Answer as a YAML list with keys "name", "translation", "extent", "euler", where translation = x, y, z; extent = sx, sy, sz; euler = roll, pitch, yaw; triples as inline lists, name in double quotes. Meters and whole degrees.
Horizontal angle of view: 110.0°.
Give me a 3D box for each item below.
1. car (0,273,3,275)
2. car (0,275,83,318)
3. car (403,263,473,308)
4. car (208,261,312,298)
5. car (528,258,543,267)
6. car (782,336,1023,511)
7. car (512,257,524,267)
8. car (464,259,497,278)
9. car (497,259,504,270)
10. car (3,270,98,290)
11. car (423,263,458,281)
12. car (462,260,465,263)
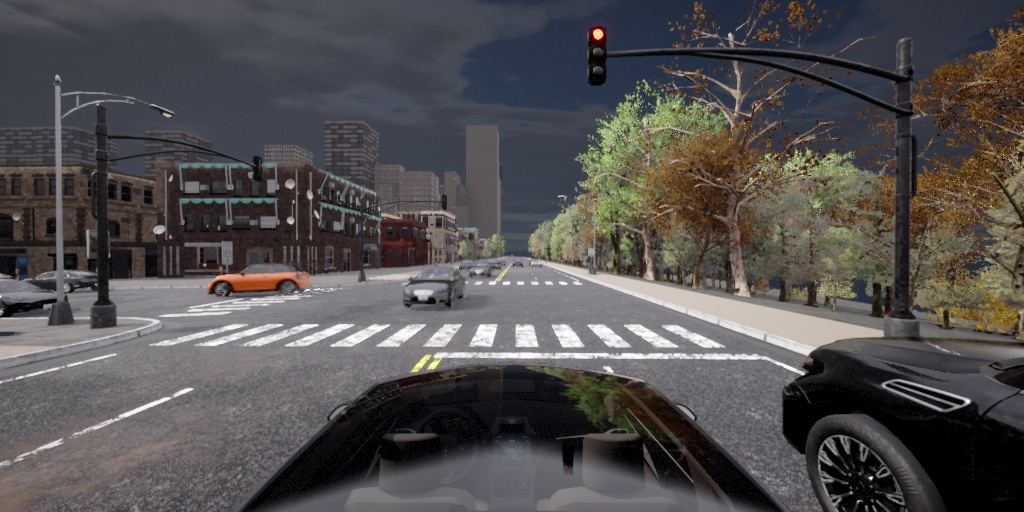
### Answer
- name: "car"
  translation: [-33.486, 1.649, 22.424]
  extent: [4.207, 1.307, 1.802]
  euler: [0, 0, 1]
- name: "car"
  translation: [-19.762, 1.562, 13.673]
  extent: [4.313, 1.339, 1.948]
  euler: [0, 0, 1]
- name: "car"
  translation: [-3.138, 1.235, 15.246]
  extent: [2.128, 1.511, 4.902]
  euler: [0, 0, 1]
- name: "car"
  translation: [-13.626, 1.211, 19.539]
  extent: [4.553, 1.767, 2.097]
  euler: [-1, 0, -12]
- name: "car"
  translation: [4.386, 1.311, 64.080]
  extent: [1.895, 1.301, 4.718]
  euler: [0, 0, 1]
- name: "car"
  translation: [3.321, 0.972, 0.625]
  extent: [2.150, 2.045, 5.566]
  euler: [0, 0, 1]
- name: "car"
  translation: [1.025, 1.237, 63.751]
  extent: [1.812, 1.442, 4.674]
  euler: [0, 0, 1]
- name: "car"
  translation: [-2.829, 1.223, 33.463]
  extent: [2.128, 1.511, 4.902]
  euler: [0, 0, 1]
- name: "car"
  translation: [-2.553, 1.283, 49.681]
  extent: [1.994, 1.385, 4.181]
  euler: [0, 0, 1]
- name: "car"
  translation: [-27.951, 1.555, 22.324]
  extent: [4.403, 1.370, 2.007]
  euler: [0, 0, 1]
- name: "car"
  translation: [-6.184, 1.334, 31.437]
  extent: [1.895, 1.301, 4.718]
  euler: [0, 0, 3]
- name: "car"
  translation: [-5.829, 1.226, 48.273]
  extent: [1.837, 1.490, 4.892]
  euler: [0, 0, 1]
